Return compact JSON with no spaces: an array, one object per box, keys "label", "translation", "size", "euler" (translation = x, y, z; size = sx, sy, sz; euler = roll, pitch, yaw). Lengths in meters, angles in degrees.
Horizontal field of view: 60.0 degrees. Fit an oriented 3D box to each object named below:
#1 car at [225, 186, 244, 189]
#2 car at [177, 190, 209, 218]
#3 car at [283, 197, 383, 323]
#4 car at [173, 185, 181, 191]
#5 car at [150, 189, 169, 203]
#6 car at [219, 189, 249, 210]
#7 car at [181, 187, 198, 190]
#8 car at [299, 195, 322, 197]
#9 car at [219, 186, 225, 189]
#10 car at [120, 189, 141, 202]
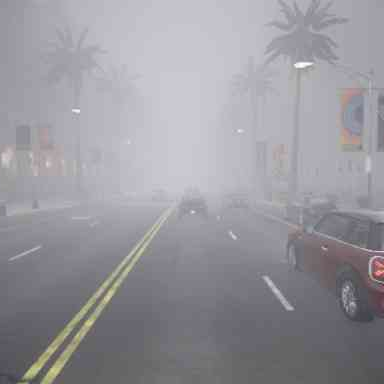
[{"label":"car","translation":[6.469,-0.046,47.944],"size":[2.185,1.767,4.553],"euler":[0,2,0]},{"label":"car","translation":[0.040,0.858,22.139],"size":[1.837,1.490,4.892],"euler":[0,2,0]},{"label":"car","translation":[3.554,1.145,6.938],"size":[2.097,1.767,4.553],"euler":[0,2,0]},{"label":"car","translation":[-3.404,-0.949,78.438],"size":[2.128,1.511,4.902],"euler":[0,2,0]},{"label":"car","translation":[-3.694,0.392,38.194],"size":[1.837,1.490,4.892],"euler":[0,1,0]},{"label":"car","translation":[3.526,0.732,27.849],"size":[2.033,1.411,5.357],"euler":[0,2,0]},{"label":"car","translation":[-0.012,0.130,41.828],"size":[2.097,1.767,4.553],"euler":[0,2,0]},{"label":"car","translation":[6.538,0.935,18.585],"size":[2.231,1.521,4.892],"euler":[0,2,0]},{"label":"car","translation":[6.718,-0.525,69.869],"size":[2.161,1.482,4.786],"euler":[0,2,0]},{"label":"car","translation":[-7.199,0.366,39.748],"size":[1.812,1.442,4.674],"euler":[0,2,0]}]
